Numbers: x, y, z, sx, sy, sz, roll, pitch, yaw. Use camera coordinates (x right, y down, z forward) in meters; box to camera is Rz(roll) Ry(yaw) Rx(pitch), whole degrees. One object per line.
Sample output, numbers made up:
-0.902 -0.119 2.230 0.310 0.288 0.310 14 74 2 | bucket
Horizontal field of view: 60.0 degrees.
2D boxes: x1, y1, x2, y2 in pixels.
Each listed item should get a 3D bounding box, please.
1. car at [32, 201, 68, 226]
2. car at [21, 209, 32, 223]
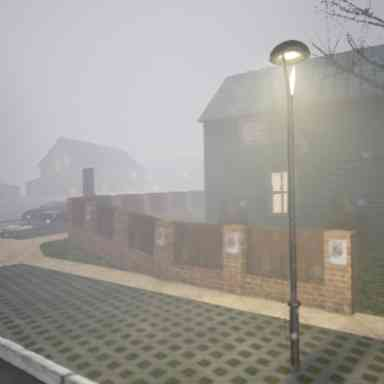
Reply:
-6.841 1.277 20.244 1.895 1.301 4.718 -2 1 30 | car
-9.095 1.300 22.226 1.994 1.385 4.181 -2 1 30 | car
